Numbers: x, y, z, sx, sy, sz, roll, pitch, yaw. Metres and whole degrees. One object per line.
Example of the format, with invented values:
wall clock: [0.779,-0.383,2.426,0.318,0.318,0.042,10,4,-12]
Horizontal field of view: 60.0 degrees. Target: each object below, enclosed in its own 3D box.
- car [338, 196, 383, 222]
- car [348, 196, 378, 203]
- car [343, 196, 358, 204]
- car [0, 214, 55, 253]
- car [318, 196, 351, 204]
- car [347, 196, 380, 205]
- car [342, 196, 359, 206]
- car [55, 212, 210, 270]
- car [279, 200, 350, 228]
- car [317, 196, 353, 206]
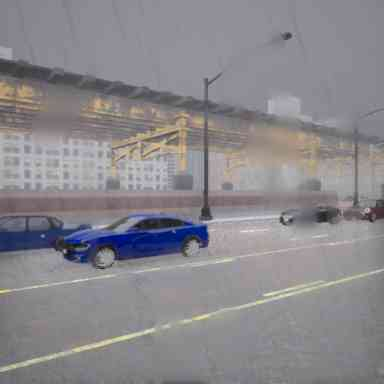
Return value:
car: [13.930,1.355,26.042,4.553,1.767,2.097,0,0,-34]
car: [30.703,1.295,59.847,4.536,1.218,1.853,0,0,-6]
car: [26.781,1.295,56.228,1.853,1.218,4.536,0,0,19]
car: [-6.365,1.547,12.338,5.357,1.411,2.033,0,0,-34]
car: [22.910,1.295,53.583,4.536,1.218,1.853,0,0,9]
car: [30.754,1.453,59.853,4.974,1.542,2.038,0,0,-6]
car: [26.764,1.453,56.179,2.038,1.542,4.974,0,0,19]
car: [-1.705,1.477,11.273,5.008,1.535,1.882,0,0,-34]
car: [7.881,1.493,22.036,4.902,1.511,2.128,0,0,-34]
car: [22.962,1.453,53.575,4.974,1.542,2.038,0,0,9]
